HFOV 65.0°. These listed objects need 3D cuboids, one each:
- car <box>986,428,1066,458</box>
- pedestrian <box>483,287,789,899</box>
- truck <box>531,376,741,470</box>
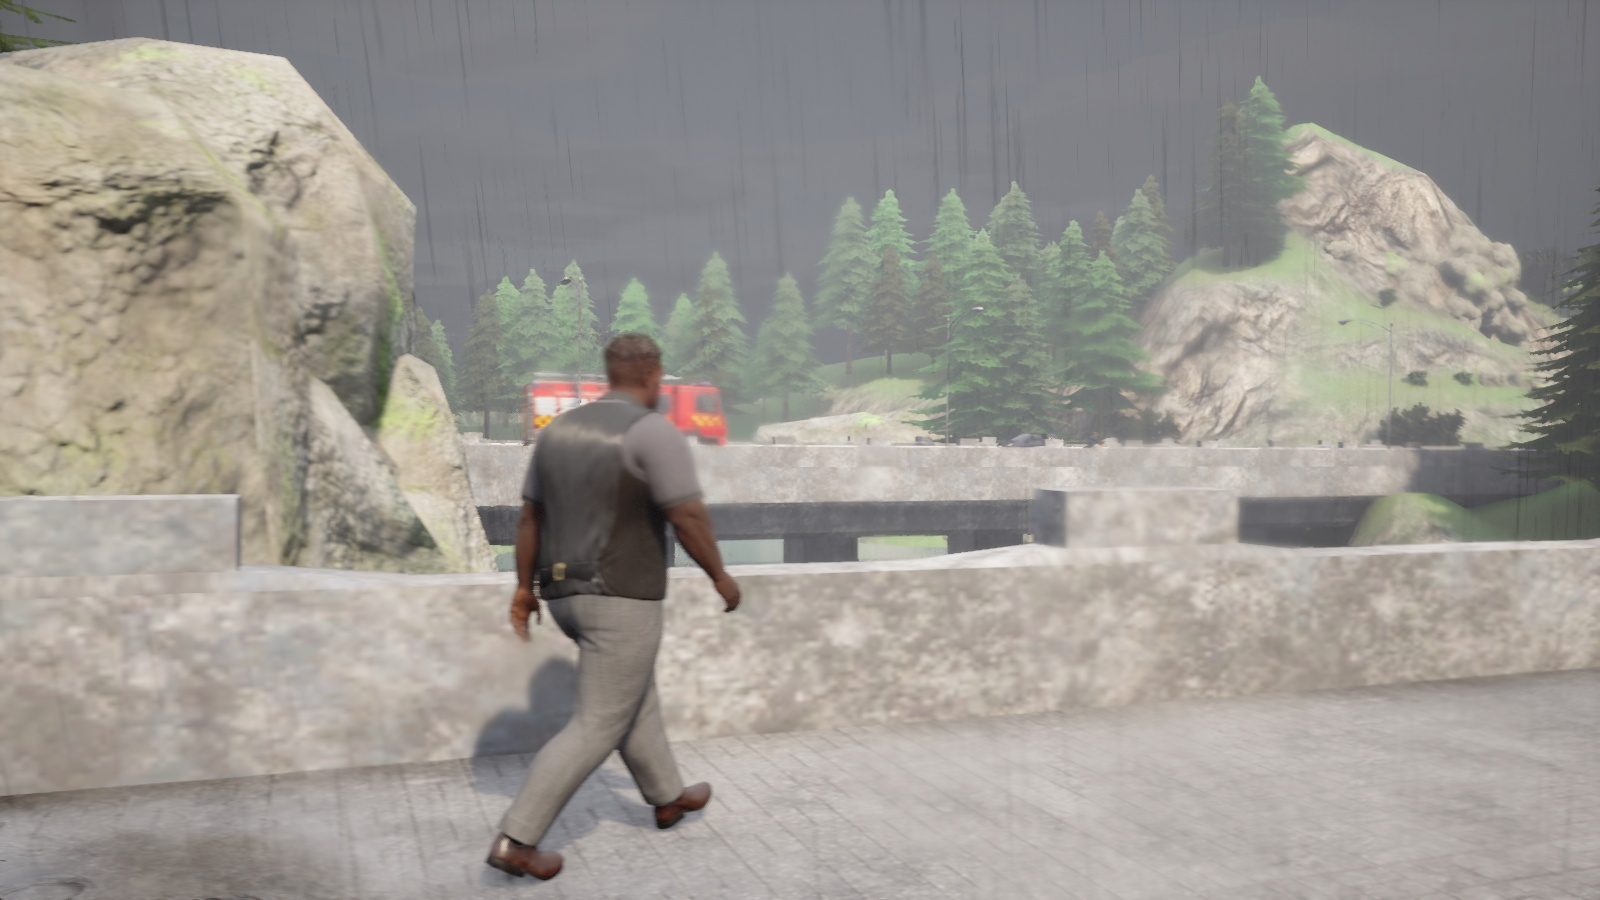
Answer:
[{"bbox_3d":[11.780,-0.381,65.493,3.633,1.501,1.845,-1,1,-21],"label":"car"},{"bbox_3d":[-0.543,0.444,4.284,0.563,1.883,0.849,0,1,42],"label":"pedestrian"},{"bbox_3d":[-7.024,-1.170,54.046,8.468,3.827,2.891,-1,1,-21],"label":"truck"}]
